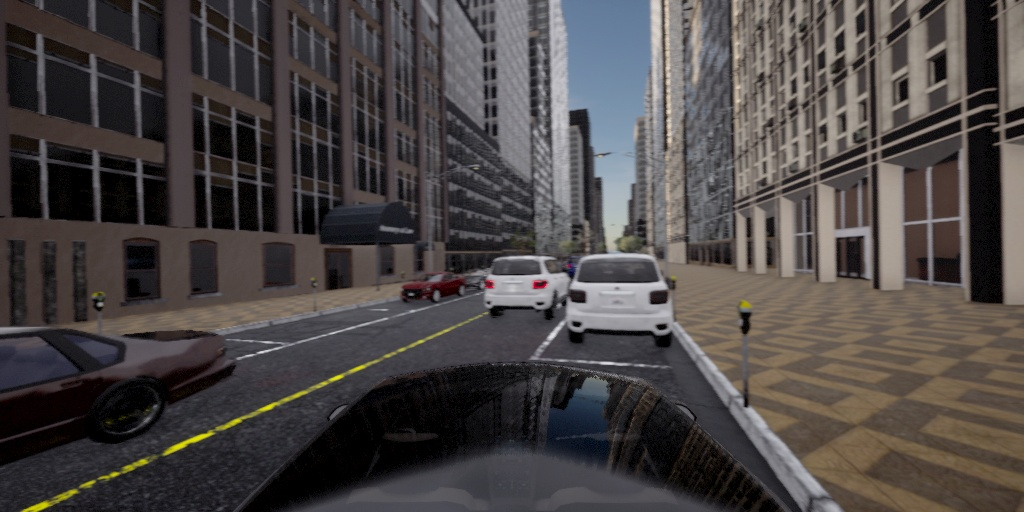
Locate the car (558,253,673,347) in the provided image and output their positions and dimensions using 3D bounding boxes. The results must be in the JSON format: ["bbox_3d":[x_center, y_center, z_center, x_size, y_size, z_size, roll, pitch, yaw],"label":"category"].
[{"bbox_3d":[2.804,0.968,9.521,2.150,2.045,5.566,-1,0,17],"label":"car"}]

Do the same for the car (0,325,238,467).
[{"bbox_3d":[-5.574,1.416,3.064,2.033,1.411,5.357,-1,0,16],"label":"car"}]

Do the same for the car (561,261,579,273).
[{"bbox_3d":[7.848,1.395,48.019,1.812,1.442,4.674,-1,-1,17],"label":"car"}]

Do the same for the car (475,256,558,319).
[{"bbox_3d":[0.781,1.024,13.271,2.150,2.045,5.566,-1,0,16],"label":"car"}]

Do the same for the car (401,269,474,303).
[{"bbox_3d":[-3.817,1.467,18.062,1.888,1.381,4.507,0,0,17],"label":"car"}]

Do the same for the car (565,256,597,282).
[{"bbox_3d":[6.045,1.024,31.024,2.150,2.045,5.566,-1,0,16],"label":"car"}]
